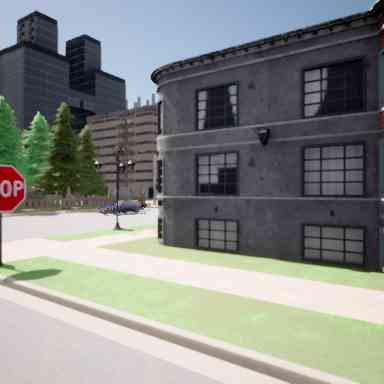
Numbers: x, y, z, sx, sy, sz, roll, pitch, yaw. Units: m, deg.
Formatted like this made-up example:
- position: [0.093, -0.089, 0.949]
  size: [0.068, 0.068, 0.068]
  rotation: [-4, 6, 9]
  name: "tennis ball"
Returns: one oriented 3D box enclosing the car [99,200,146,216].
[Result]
- position: [-7.082, 1.541, 33.318]
  size: [1.812, 1.442, 4.674]
  rotation: [0, 0, 33]
  name: "car"
